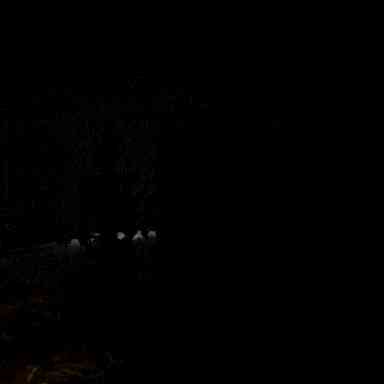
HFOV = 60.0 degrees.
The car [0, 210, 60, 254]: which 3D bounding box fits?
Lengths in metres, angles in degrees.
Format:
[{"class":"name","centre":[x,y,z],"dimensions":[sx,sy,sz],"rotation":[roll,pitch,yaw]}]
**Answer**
[{"class":"car","centre":[-6.817,1.509,13.305],"dimensions":[1.837,1.490,4.892],"rotation":[0,0,33]}]
